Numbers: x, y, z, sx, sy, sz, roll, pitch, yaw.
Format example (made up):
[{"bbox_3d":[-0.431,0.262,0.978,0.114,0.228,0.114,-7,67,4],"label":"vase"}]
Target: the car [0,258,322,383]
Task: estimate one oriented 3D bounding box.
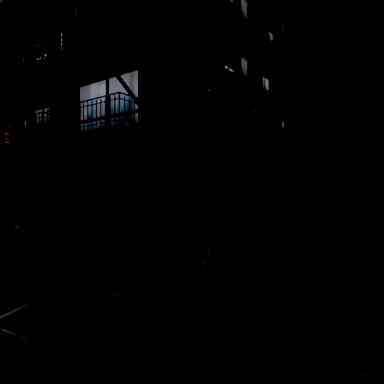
[{"bbox_3d":[-0.884,1.566,3.503,4.313,1.339,1.947,0,0,35],"label":"car"}]
